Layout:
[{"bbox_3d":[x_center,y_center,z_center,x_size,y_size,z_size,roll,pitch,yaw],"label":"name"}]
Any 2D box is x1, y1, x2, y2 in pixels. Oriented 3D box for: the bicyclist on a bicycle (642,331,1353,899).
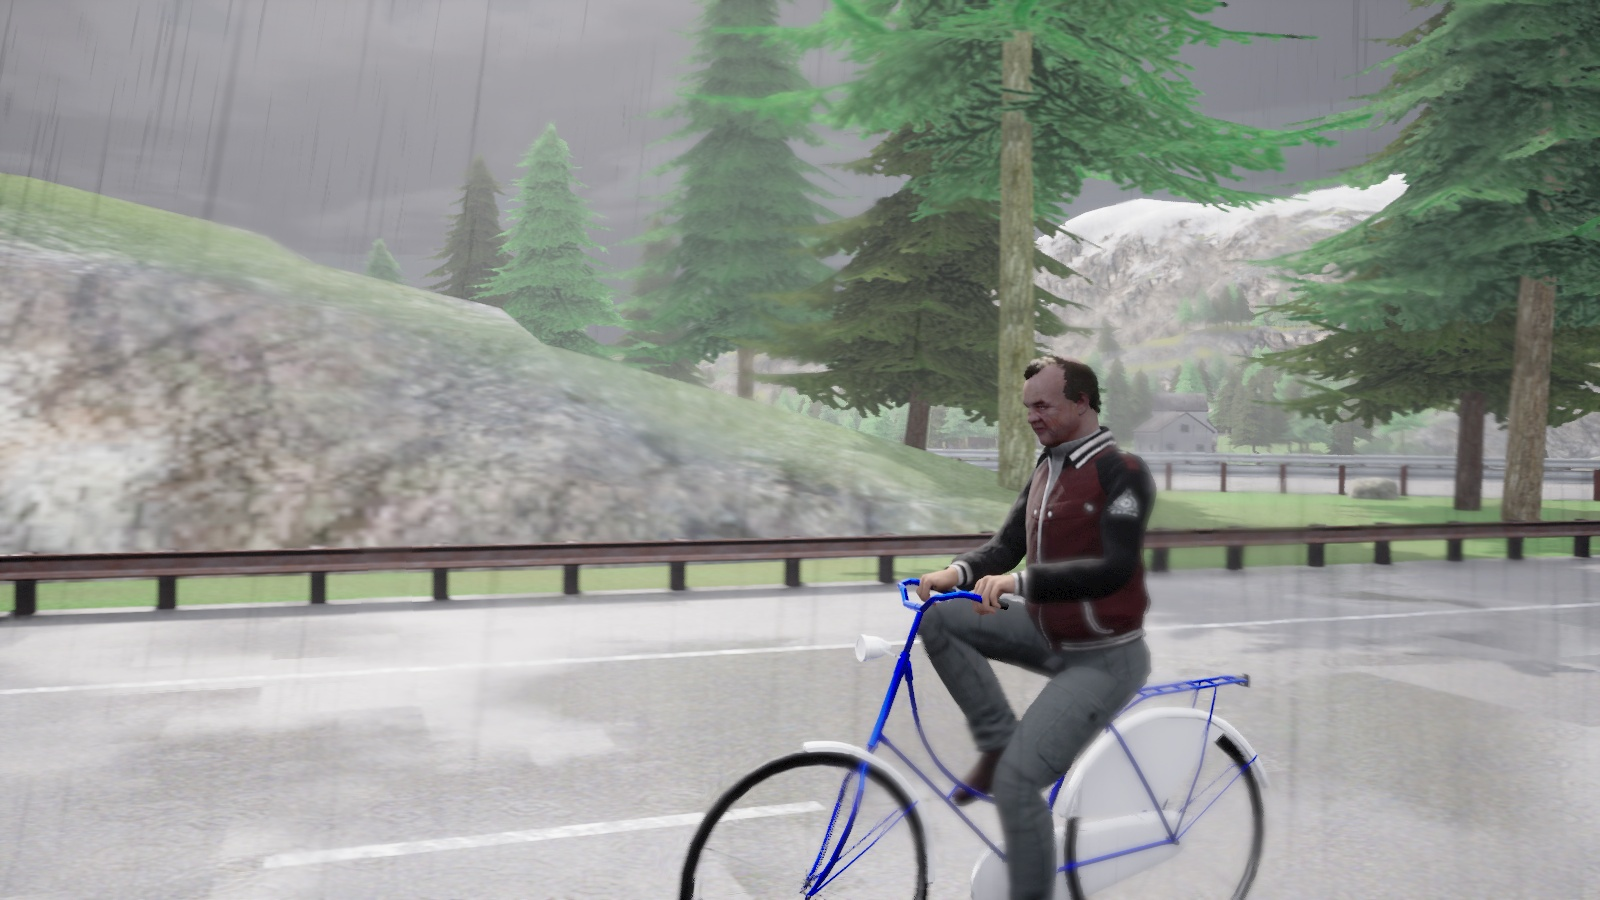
[{"bbox_3d":[0.554,0.606,3.457,1.843,1.776,0.659,-1,1,-21],"label":"bicyclist on a bicycle"}]
